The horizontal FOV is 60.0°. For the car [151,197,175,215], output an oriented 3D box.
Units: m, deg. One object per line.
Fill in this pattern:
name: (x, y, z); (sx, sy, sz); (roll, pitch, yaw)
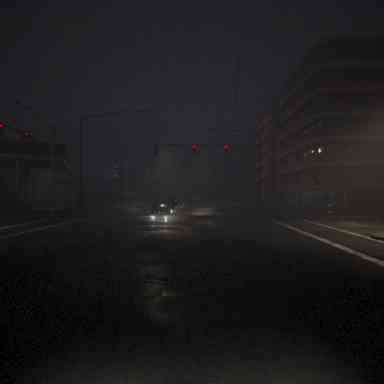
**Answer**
car: (-3.174, 1.547, 34.701); (2.033, 1.411, 5.357); (0, 0, -1)

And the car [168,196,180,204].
car: (-3.393, 1.564, 62.555); (1.994, 1.385, 4.181); (0, 0, 0)

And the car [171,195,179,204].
car: (-3.331, 1.352, 52.538); (2.097, 1.767, 4.553); (0, 0, 0)

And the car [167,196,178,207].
car: (-3.256, 1.564, 43.942); (1.994, 1.385, 4.181); (0, 0, 0)

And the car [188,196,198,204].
car: (0.248, 1.526, 64.987); (1.812, 1.442, 4.674); (0, 0, 0)

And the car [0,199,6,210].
car: (-24.053, 1.456, 38.905); (3.806, 1.475, 1.970); (0, 0, 1)
